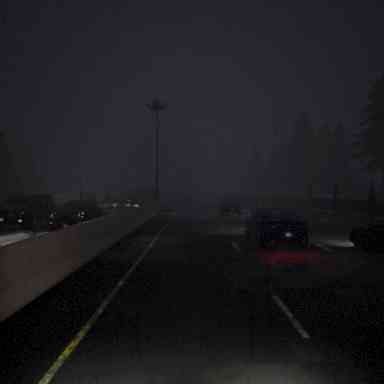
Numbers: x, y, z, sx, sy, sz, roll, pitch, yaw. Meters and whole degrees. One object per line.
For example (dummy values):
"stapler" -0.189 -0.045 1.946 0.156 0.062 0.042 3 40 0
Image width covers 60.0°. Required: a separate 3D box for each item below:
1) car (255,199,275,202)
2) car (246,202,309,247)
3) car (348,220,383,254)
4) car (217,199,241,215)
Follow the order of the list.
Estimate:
"car" 7.107 1.389 32.772 1.882 1.535 5.008 0 0 -1
"car" 3.629 1.437 14.932 1.882 1.535 5.008 0 0 0
"car" 7.123 1.518 10.779 2.033 1.411 5.357 0 0 0
"car" 3.608 1.389 32.771 1.882 1.535 5.008 0 0 -1
